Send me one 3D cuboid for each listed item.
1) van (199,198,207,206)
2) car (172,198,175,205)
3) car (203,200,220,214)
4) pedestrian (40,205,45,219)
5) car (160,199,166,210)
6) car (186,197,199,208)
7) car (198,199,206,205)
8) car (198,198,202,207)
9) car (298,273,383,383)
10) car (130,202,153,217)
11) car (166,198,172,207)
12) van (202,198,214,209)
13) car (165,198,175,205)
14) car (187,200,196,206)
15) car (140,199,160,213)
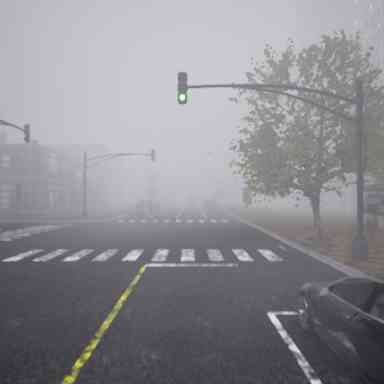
[{"bbox_3d":[2.619,2.340,80.870,1.690,1.788,3.998,0,-1,0],"label":"van"},{"bbox_3d":[-5.763,2.550,80.857,2.008,1.369,4.403,0,-1,0],"label":"car"},{"bbox_3d":[2.654,2.046,42.183,1.752,1.417,4.829,0,-1,0],"label":"car"},{"bbox_3d":[-12.776,1.670,28.452,0.375,1.300,0.375,0,-2,-1],"label":"pedestrian"},{"bbox_3d":[-5.736,2.207,53.104,2.008,1.369,4.403,0,-1,0],"label":"car"},{"bbox_3d":[0.041,2.046,66.751,2.150,2.045,5.566,0,-1,0],"label":"car"},{"bbox_3d":[2.612,2.595,86.588,1.752,1.417,4.829,0,-1,0],"label":"car"},{"bbox_3d":[2.638,2.275,58.665,2.008,1.369,4.403,0,-1,0],"label":"car"},{"bbox_3d":[2.691,1.616,3.987,1.947,1.339,4.313,0,-1,0],"label":"car"},{"bbox_3d":[-5.720,2.033,36.452,1.802,1.307,4.206,0,-1,0],"label":"car"},{"bbox_3d":[-5.752,2.385,69.586,1.752,1.417,4.829,0,-1,0],"label":"car"},{"bbox_3d":[2.650,1.928,47.567,1.690,1.788,3.998,0,-1,0],"label":"van"},{"bbox_3d":[-5.768,2.383,86.410,2.192,1.841,5.009,0,-1,0],"label":"car"},{"bbox_3d":[-0.073,2.510,77.484,1.994,1.385,4.181,0,-1,0],"label":"car"},{"bbox_3d":[-5.725,1.834,42.006,2.192,1.841,5.009,0,-1,0],"label":"car"}]
